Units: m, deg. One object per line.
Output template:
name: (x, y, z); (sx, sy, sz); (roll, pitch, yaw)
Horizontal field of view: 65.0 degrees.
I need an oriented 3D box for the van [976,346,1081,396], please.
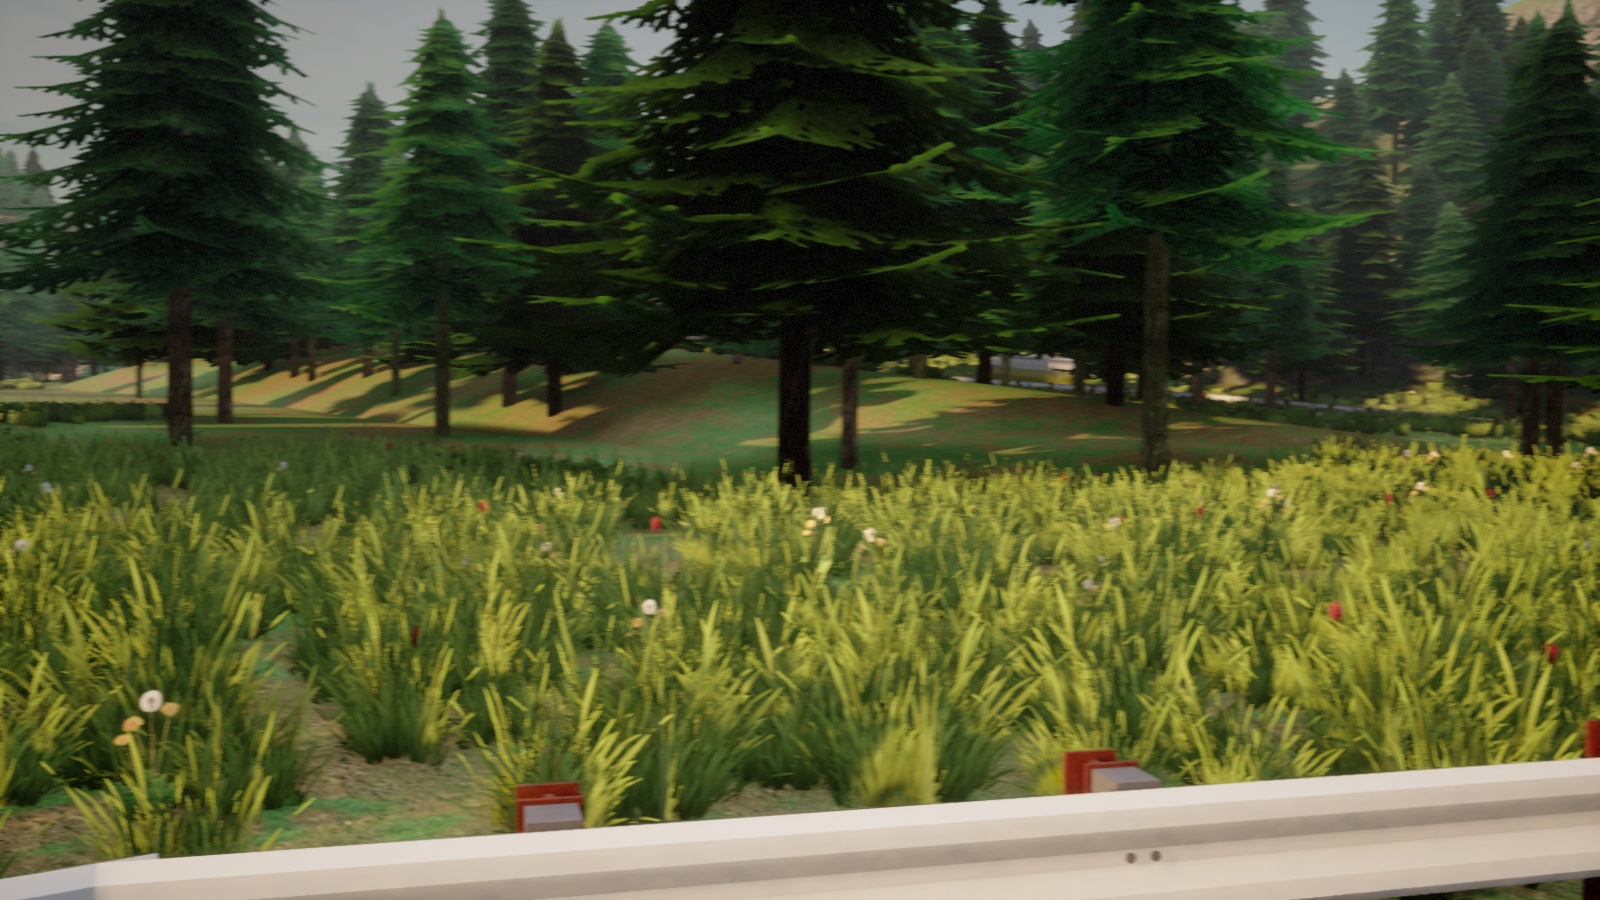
van: (10.688, -3.682, 58.657); (4.442, 1.987, 1.775); (5, 4, 21)
